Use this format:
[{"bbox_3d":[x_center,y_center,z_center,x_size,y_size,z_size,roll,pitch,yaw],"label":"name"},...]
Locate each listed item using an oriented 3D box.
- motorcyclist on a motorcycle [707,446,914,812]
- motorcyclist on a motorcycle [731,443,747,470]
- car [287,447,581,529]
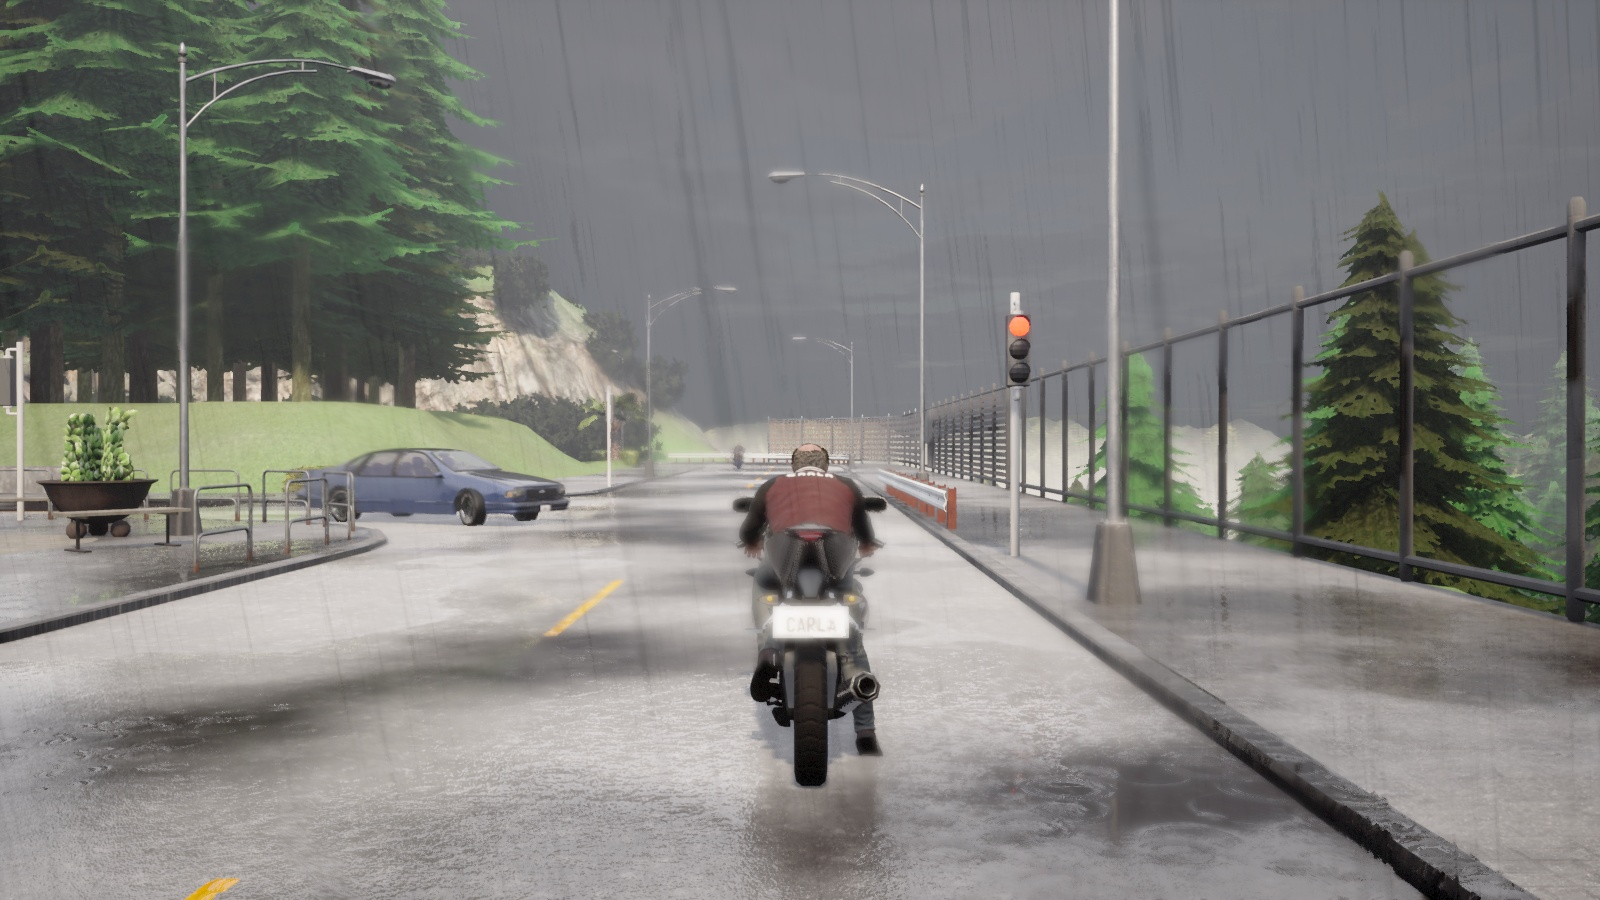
[{"bbox_3d":[0.051,0.746,6.361,0.866,1.530,2.191,0,0,0],"label":"motorcyclist on a motorcycle"},{"bbox_3d":[-3.503,0.372,72.082,0.866,1.530,2.191,0,0,-1],"label":"motorcyclist on a motorcycle"},{"bbox_3d":[-6.977,0.654,23.870,5.357,1.411,2.033,0,0,25],"label":"car"}]
